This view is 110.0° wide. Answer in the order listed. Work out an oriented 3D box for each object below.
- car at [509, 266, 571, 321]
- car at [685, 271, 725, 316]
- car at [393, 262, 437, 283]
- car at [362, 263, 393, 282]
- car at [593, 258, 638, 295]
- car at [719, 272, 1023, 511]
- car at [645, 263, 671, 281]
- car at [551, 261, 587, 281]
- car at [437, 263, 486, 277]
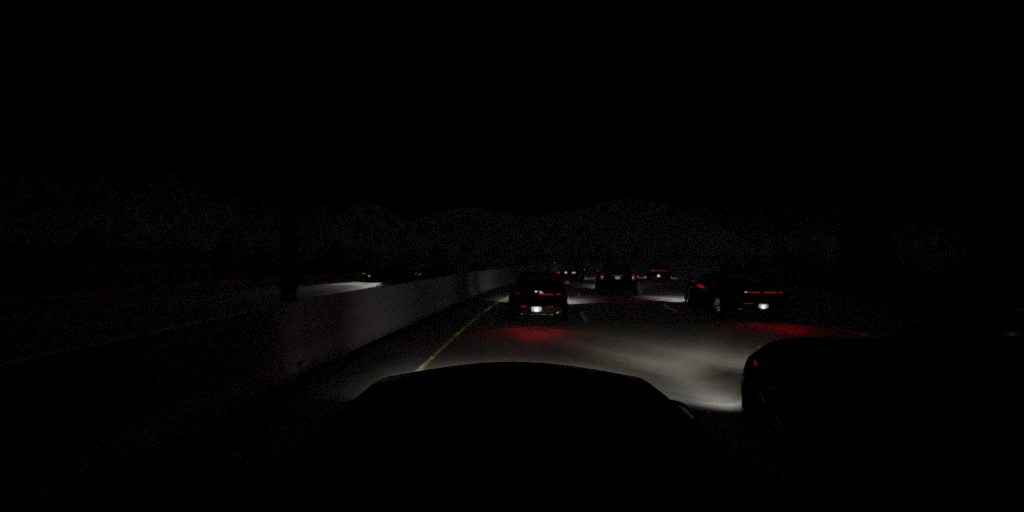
[{"bbox_3d":[1.002,1.285,12.780,1.837,1.490,4.892,0,0,7],"label":"car"},{"bbox_3d":[8.140,1.315,13.533,1.837,1.490,4.892,0,0,8],"label":"car"},{"bbox_3d":[-6.833,1.261,28.008,1.882,1.535,5.008,0,0,15],"label":"car"},{"bbox_3d":[-10.097,1.279,29.311,1.837,1.490,4.892,0,0,16],"label":"car"},{"bbox_3d":[5.974,1.171,20.783,2.097,1.767,4.553,0,0,12],"label":"car"},{"bbox_3d":[3.737,1.119,2.363,2.097,1.767,4.553,0,0,1],"label":"car"},{"bbox_3d":[12.957,1.377,31.837,1.837,1.490,4.892,0,0,21],"label":"car"},{"bbox_3d":[5.112,1.386,30.884,2.033,1.411,5.357,0,0,19],"label":"car"},{"bbox_3d":[-3.470,1.273,27.119,1.882,1.535,5.008,0,0,15],"label":"car"}]
